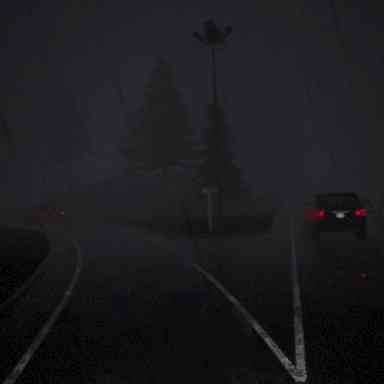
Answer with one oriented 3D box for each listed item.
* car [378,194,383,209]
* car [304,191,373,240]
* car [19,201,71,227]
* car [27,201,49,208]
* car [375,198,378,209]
[{"bbox_3d":[18.210,0.896,30.416,1.837,1.490,4.892,-2,0,16],"label":"car"},{"bbox_3d":[6.661,1.008,15.849,2.150,2.045,5.566,-2,0,16],"label":"car"},{"bbox_3d":[-12.557,1.871,27.737,4.553,1.767,2.097,-2,0,40],"label":"car"},{"bbox_3d":[-38.656,3.081,83.576,2.128,1.511,4.902,-2,0,17],"label":"car"},{"bbox_3d":[13.939,1.049,28.263,1.837,1.490,4.892,-2,0,16],"label":"car"}]
